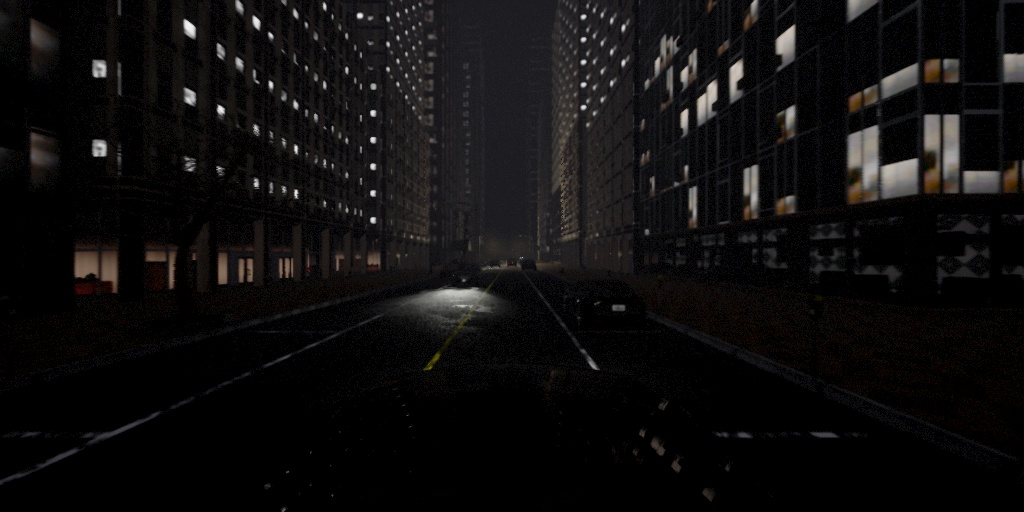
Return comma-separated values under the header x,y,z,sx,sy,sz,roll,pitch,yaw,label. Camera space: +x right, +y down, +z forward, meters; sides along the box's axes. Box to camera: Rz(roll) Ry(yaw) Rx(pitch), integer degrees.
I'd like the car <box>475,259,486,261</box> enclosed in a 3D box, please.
x,y,z,sx,sy,sz,roll,pitch,yaw,label
-5.687,1.328,56.691,1.967,1.591,4.097,0,0,0,car

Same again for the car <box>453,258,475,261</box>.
x,y,z,sx,sy,sz,roll,pitch,yaw,label
-5.689,1.169,39.596,2.192,1.841,5.009,0,0,0,car

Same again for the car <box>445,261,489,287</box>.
x,y,z,sx,sy,sz,roll,pitch,yaw,label
-3.096,1.312,25.567,2.128,1.511,4.902,0,0,0,car

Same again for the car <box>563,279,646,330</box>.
x,y,z,sx,sy,sz,roll,pitch,yaw,label
2.690,1.344,11.099,1.948,1.339,4.313,0,0,0,car

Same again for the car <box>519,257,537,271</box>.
x,y,z,sx,sy,sz,roll,pitch,yaw,label
2.390,1.231,51.192,2.097,1.767,4.553,0,0,0,car

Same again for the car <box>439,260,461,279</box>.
x,y,z,sx,sy,sz,roll,pitch,yaw,label
-5.689,1.386,33.897,1.888,1.381,4.507,0,0,0,car
